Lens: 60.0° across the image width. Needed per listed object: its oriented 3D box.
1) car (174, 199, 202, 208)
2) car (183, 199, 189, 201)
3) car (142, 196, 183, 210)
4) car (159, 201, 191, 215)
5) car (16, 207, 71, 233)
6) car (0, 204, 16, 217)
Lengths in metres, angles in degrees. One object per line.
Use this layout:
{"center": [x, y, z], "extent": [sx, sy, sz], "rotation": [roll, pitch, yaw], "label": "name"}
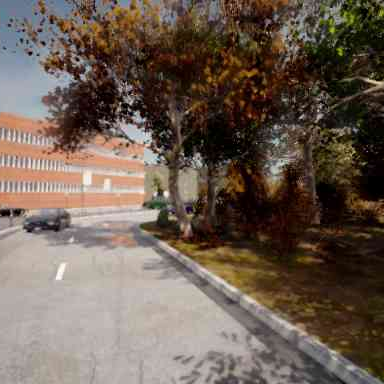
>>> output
{"center": [-0.750, 2.066, 61.425], "extent": [4.674, 1.452, 2.002], "rotation": [0, 0, 21], "label": "car"}
{"center": [-2.787, 1.978, 56.155], "extent": [5.008, 1.535, 2.097], "rotation": [0, 0, 21], "label": "car"}
{"center": [-4.841, 1.674, 50.891], "extent": [5.566, 2.045, 2.435], "rotation": [0, 0, 21], "label": "car"}
{"center": [-1.518, 1.975, 38.010], "extent": [1.895, 1.301, 4.718], "rotation": [0, -1, 22], "label": "car"}
{"center": [-9.036, 1.691, 21.183], "extent": [2.033, 1.411, 5.357], "rotation": [0, -1, -9], "label": "car"}
{"center": [-18.663, 1.887, 33.092], "extent": [1.895, 1.301, 4.718], "rotation": [0, 0, 23], "label": "car"}
